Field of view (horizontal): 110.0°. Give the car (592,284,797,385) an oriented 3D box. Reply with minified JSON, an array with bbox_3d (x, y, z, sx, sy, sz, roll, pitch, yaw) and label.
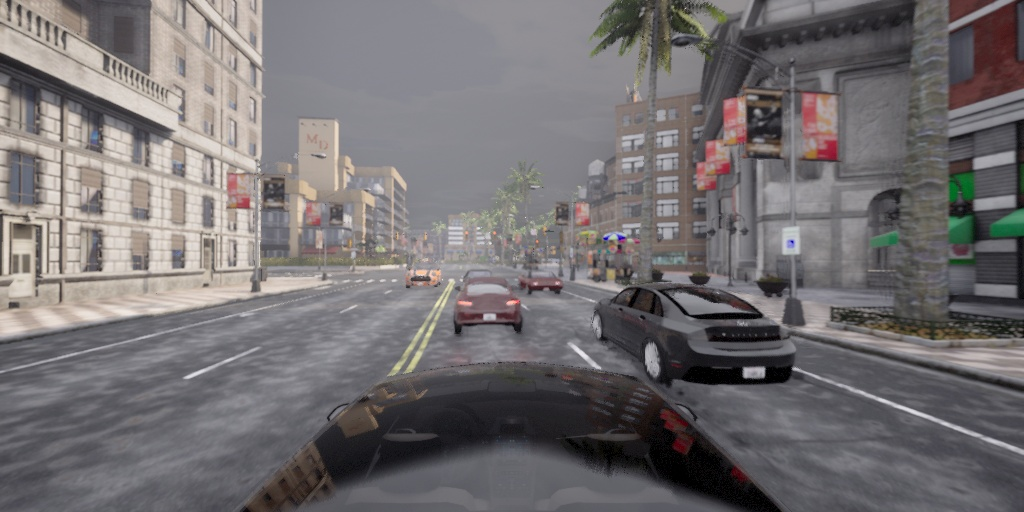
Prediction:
[{"bbox_3d":[3.053,1.296,7.179,1.837,1.490,4.892,0,0,-4],"label":"car"}]

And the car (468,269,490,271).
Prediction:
[{"bbox_3d":[-1.873,1.441,20.390,2.033,1.411,5.357,0,0,-7],"label":"car"}]

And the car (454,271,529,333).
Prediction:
[{"bbox_3d":[-0.781,1.347,10.983,1.812,1.442,4.674,0,-1,-6],"label":"car"}]

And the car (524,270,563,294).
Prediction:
[{"bbox_3d":[1.538,1.498,21.210,1.895,1.301,4.718,0,0,-7],"label":"car"}]

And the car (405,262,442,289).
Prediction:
[{"bbox_3d":[-6.105,1.207,25.085,2.097,1.767,4.553,0,0,-7],"label":"car"}]
